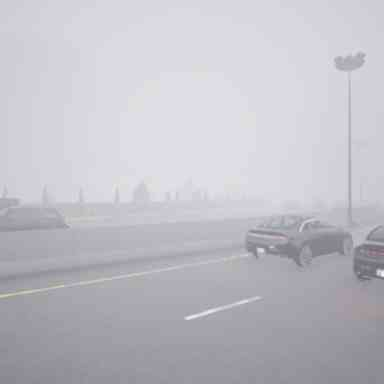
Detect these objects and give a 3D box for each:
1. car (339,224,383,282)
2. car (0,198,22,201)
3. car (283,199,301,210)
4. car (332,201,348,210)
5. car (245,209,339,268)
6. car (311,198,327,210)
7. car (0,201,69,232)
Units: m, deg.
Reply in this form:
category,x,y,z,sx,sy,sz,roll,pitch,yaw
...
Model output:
category,x,y,z,sx,sy,sz,roll,pitch,yaw
car,6.077,1.574,8.970,4.892,1.490,1.837,0,0,-41
car,-11.637,1.322,17.266,5.566,2.045,2.150,0,0,-37
car,14.538,1.821,48.394,1.882,1.535,5.008,0,0,26
car,18.427,1.845,40.783,2.033,1.411,5.357,0,0,30
car,3.913,1.576,11.725,4.902,1.511,2.128,0,0,-41
car,18.827,1.706,49.221,2.097,1.767,4.553,0,0,25
car,-8.228,1.446,15.550,4.553,1.767,2.097,0,-1,-38
